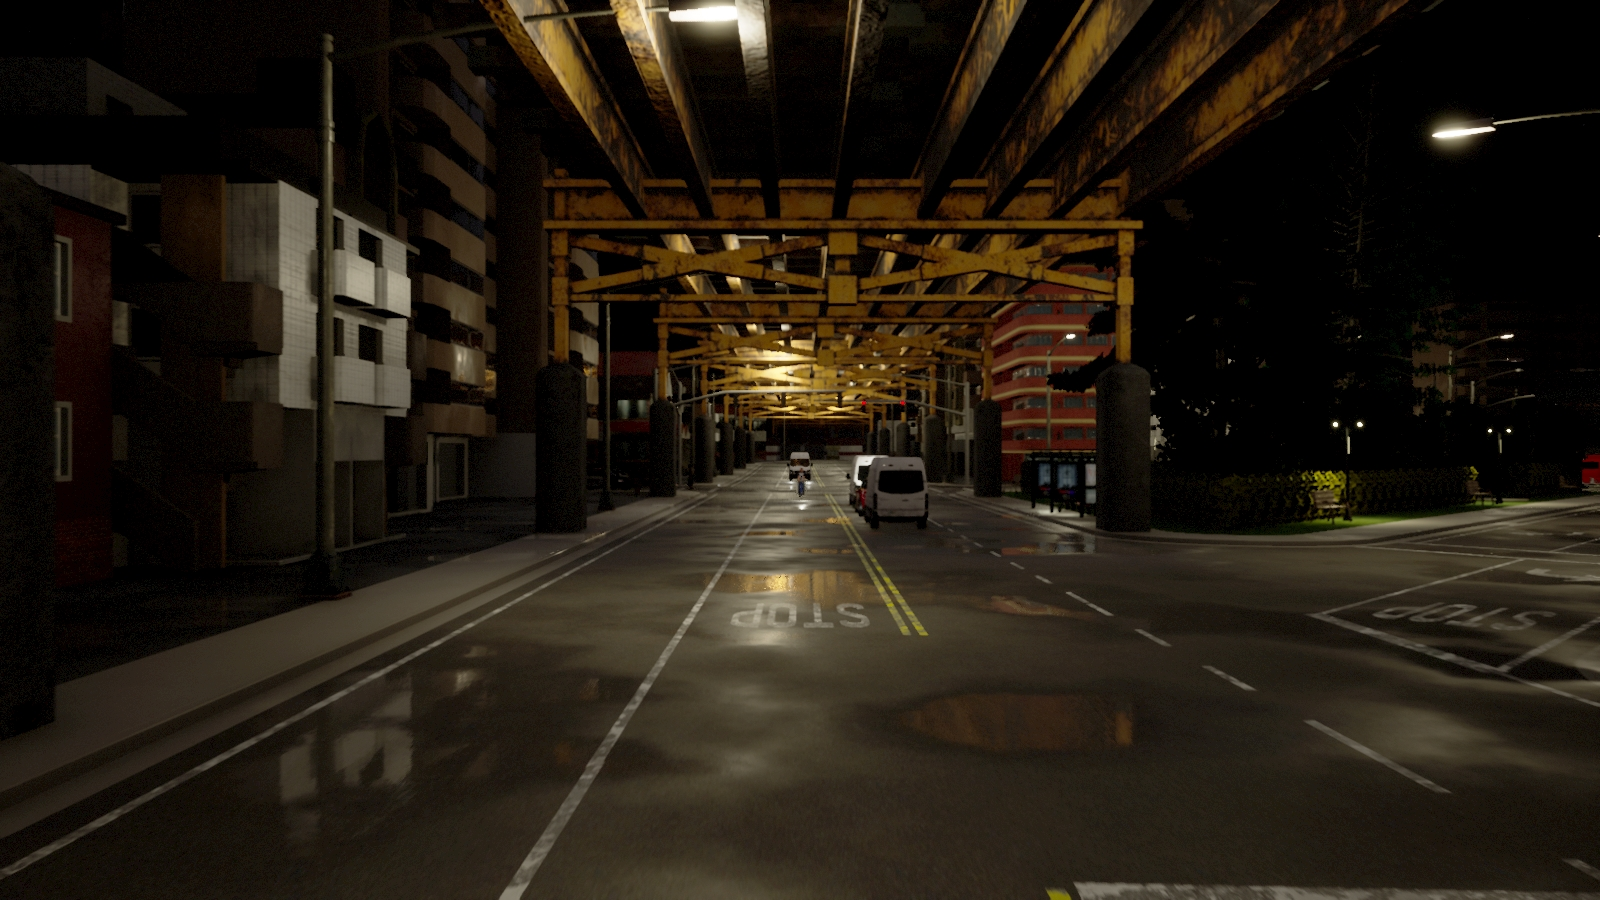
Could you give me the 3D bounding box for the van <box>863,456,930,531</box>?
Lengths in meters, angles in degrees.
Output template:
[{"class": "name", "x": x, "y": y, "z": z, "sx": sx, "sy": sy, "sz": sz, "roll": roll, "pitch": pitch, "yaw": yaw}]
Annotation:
[{"class": "van", "x": 3.487, "y": 1.535, "z": 42.447, "sx": 1.988, "sy": 2.561, "sz": 5.915, "roll": 0, "pitch": 0, "yaw": 0}]
